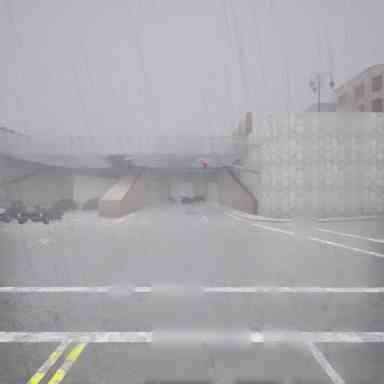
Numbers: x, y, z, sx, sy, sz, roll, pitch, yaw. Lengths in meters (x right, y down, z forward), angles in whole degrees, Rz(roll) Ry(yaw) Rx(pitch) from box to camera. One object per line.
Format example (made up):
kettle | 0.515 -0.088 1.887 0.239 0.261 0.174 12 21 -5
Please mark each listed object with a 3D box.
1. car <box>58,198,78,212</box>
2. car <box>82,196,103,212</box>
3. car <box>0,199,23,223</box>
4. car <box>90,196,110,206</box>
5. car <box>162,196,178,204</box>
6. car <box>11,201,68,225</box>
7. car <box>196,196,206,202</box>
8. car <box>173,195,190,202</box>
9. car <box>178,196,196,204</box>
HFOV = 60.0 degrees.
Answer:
car | -14.967 1.504 39.307 1.837 1.490 4.892 0 0 -1
car | -11.464 1.503 39.207 1.837 1.490 4.892 0 0 -1
car | -14.514 1.351 25.655 2.097 1.767 4.553 0 0 -4
car | -15.311 1.477 55.501 1.882 1.535 5.008 0 0 0
car | -4.513 1.547 64.312 2.033 1.411 5.357 0 0 5
car | -10.889 1.601 24.142 1.895 1.301 4.718 0 0 -5
car | 1.530 1.524 74.797 1.812 1.442 4.674 0 0 28
car | -2.338 1.524 74.669 1.812 1.442 4.674 0 0 24
car | -0.983 1.547 64.811 2.033 1.411 5.357 0 0 4
